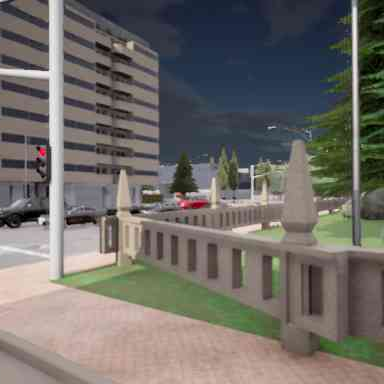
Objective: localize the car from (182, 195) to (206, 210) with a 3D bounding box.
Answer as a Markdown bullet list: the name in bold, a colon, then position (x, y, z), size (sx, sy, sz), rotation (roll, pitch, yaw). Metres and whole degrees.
- **car**: position (-0.086, 1.431, 40.941), size (2.150, 2.045, 5.566), rotation (0, 0, 35)

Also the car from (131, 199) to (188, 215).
- **car**: position (-2.884, 1.678, 30.714), size (2.128, 1.511, 4.902), rotation (0, 0, 35)

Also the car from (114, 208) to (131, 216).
- **car**: position (-6.090, 1.811, 32.233), size (1.895, 1.301, 4.718), rotation (0, 0, 34)

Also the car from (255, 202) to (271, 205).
- **car**: position (7.046, 1.702, 32.442), size (1.994, 1.385, 4.181), rotation (0, 0, 35)

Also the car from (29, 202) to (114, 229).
- **car**: position (-8.177, 1.679, 23.028), size (2.128, 1.511, 4.902), rotation (0, 0, 35)

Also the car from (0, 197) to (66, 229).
- **car**: position (-11.628, 1.433, 24.195), size (2.150, 2.045, 5.566), rotation (0, 0, 35)

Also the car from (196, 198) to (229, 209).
- **car**: position (2.749, 1.750, 38.874), size (1.994, 1.385, 4.181), rotation (0, 0, 35)
